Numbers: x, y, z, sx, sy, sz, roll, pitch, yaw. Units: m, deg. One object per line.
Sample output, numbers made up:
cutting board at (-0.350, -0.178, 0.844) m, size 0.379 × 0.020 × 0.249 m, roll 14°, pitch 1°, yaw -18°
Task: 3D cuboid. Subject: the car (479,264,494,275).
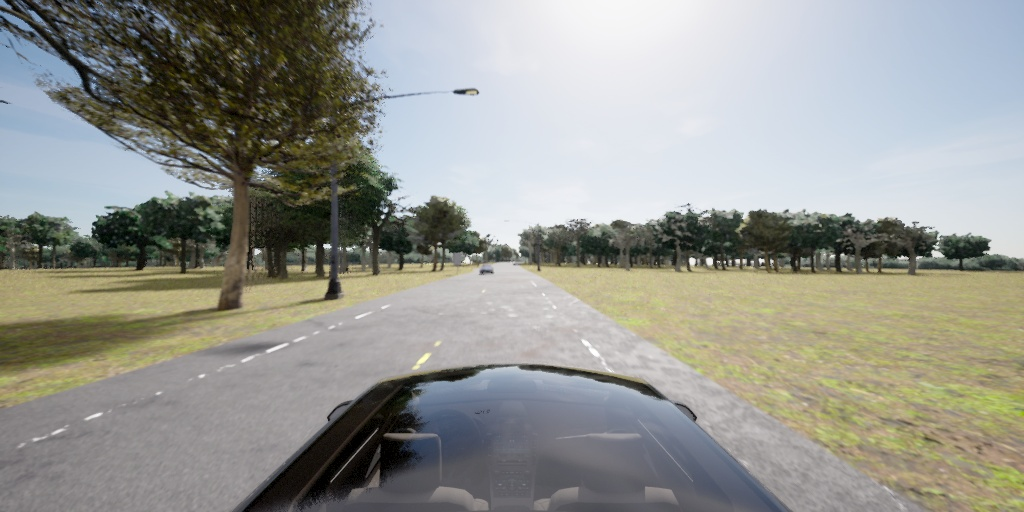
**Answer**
car at (-3.551, 1.902, 51.013) m, size 2.033 × 1.411 × 5.357 m, roll 0°, pitch -1°, yaw 0°
